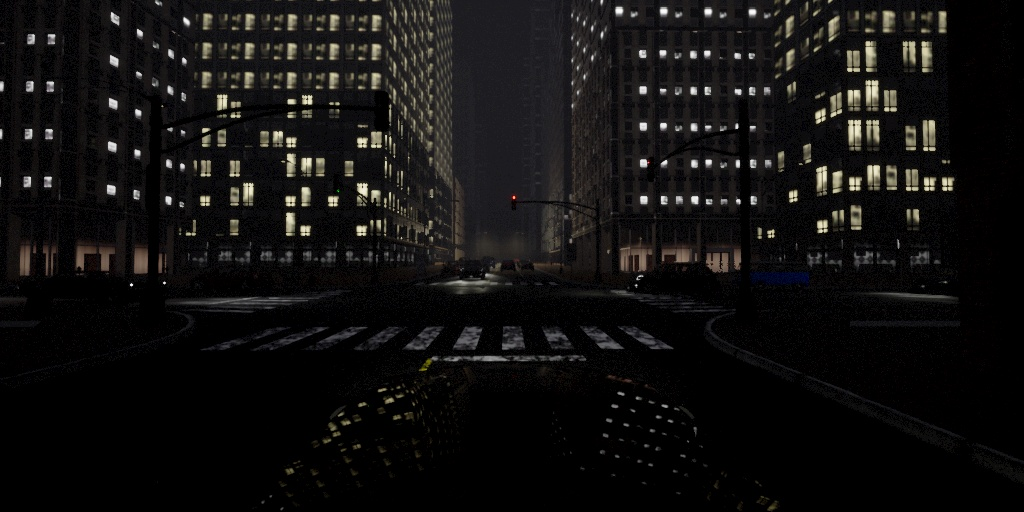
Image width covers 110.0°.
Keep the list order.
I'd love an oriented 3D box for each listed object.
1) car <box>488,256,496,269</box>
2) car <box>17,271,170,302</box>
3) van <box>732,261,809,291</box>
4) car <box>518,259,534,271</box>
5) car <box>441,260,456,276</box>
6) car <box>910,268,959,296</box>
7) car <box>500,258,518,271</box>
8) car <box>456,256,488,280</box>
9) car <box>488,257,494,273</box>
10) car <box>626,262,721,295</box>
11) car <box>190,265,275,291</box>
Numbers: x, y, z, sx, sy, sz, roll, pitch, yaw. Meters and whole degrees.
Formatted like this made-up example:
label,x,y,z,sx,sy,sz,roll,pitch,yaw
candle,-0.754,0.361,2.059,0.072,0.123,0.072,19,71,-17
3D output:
label,x,y,z,sx,sy,sz,roll,pitch,yaw
car,-3.840,0.994,58.466,2.150,2.045,5.566,0,0,-1
car,-18.066,1.301,15.692,4.718,1.301,1.895,0,-1,-1
van,15.714,1.210,21.847,3.998,1.789,1.690,0,0,-1
car,2.065,1.350,48.388,1.802,1.307,4.207,0,0,-1
car,-6.164,1.203,37.065,1.967,1.591,4.097,0,0,-1
car,24.503,1.361,19.369,4.674,1.442,1.812,0,-1,-1
car,-0.528,1.245,48.535,1.882,1.535,5.008,0,0,-1
car,-3.446,1.113,31.745,2.097,1.767,4.553,0,0,-2
car,-3.657,1.256,43.490,2.128,1.511,4.902,0,0,-1
car,8.658,1.159,19.542,4.553,1.767,2.097,0,-1,4
car,-16.758,1.255,21.484,4.097,1.591,1.967,0,0,-1
